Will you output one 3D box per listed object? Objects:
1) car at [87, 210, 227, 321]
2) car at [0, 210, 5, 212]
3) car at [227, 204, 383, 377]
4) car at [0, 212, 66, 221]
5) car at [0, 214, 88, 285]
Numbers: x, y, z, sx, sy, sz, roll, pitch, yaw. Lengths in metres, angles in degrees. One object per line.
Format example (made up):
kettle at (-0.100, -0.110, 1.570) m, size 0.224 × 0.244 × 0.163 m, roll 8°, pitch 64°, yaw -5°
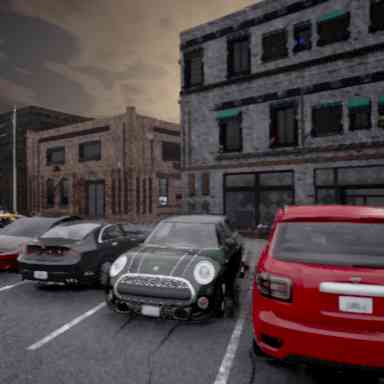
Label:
car at (-0.059, 1.352, 7.537) m, size 2.185 × 1.767 × 4.553 m, roll 1°, pitch -1°, yaw 16°
car at (-7.191, 1.472, 12.801) m, size 1.946 × 1.575 × 5.366 m, roll 0°, pitch -1°, yaw 16°
car at (2.317, 1.232, 5.834) m, size 2.435 × 2.045 × 5.566 m, roll 0°, pitch -1°, yaw 16°
car at (-4.865, 1.503, 10.886) m, size 2.163 × 1.488 × 4.792 m, roll 1°, pitch -1°, yaw 16°
car at (-2.469, 1.476, 9.206) m, size 2.231 × 1.521 × 4.892 m, roll 0°, pitch -1°, yaw 16°
